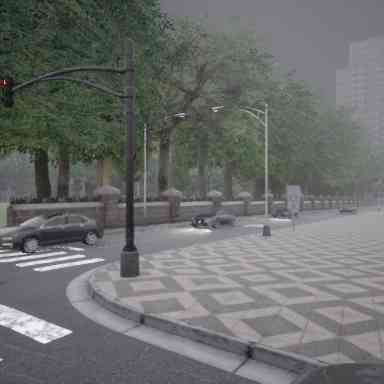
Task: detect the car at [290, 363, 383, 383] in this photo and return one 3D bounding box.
[{"bbox_3d":[2.380,1.551,1.263,4.403,1.369,2.008,0,0,36],"label":"car"}]

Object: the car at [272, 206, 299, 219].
[{"bbox_3d":[10.950,2.381,38.854,1.994,1.385,4.181,0,-1,35],"label":"car"}]

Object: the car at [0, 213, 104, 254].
[{"bbox_3d":[-6.166,1.708,14.698,1.837,1.490,4.892,0,-1,35],"label":"car"}]

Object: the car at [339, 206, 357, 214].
[{"bbox_3d":[25.180,2.845,53.470,1.895,1.301,4.718,0,-1,36],"label":"car"}]

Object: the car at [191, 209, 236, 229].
[{"bbox_3d":[1.701,2.045,25.811,1.994,1.385,4.181,0,-1,35],"label":"car"}]
